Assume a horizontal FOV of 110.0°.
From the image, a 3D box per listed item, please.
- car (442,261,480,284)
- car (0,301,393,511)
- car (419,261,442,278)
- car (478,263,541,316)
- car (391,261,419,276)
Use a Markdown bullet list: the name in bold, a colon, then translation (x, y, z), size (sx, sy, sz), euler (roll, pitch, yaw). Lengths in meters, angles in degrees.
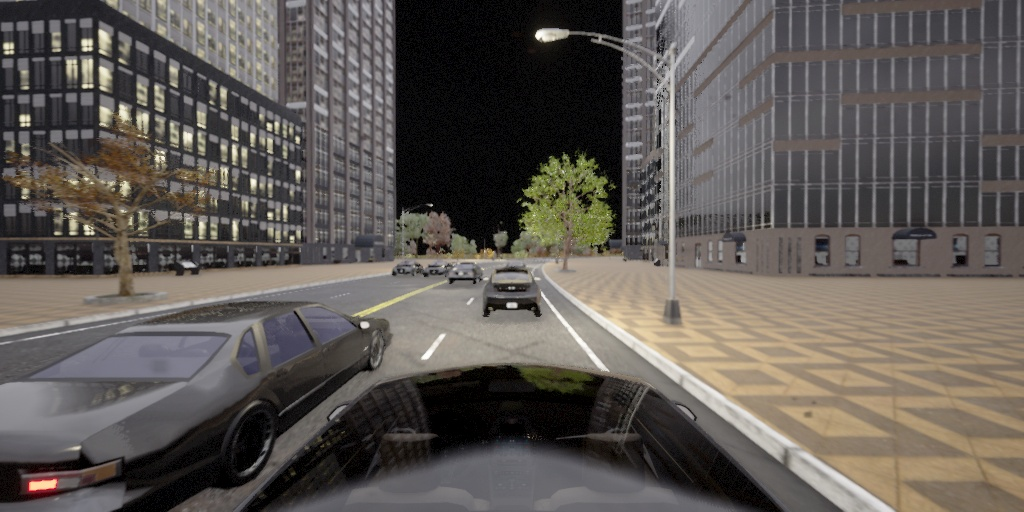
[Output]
- **car**: translation (-3.108, 1.138, 24.847), size (2.033, 1.411, 5.357), euler (0, 0, 2)
- **car**: translation (-3.186, 1.282, 4.485), size (2.033, 1.411, 5.357), euler (0, 0, -1)
- **car**: translation (-6.269, 1.117, 31.083), size (1.994, 1.385, 4.181), euler (0, 0, 3)
- **car**: translation (0.000, 1.176, 12.882), size (1.837, 1.490, 4.892), euler (0, 0, 0)
- **car**: translation (-9.435, 1.113, 32.823), size (1.994, 1.385, 4.181), euler (0, 0, 3)
